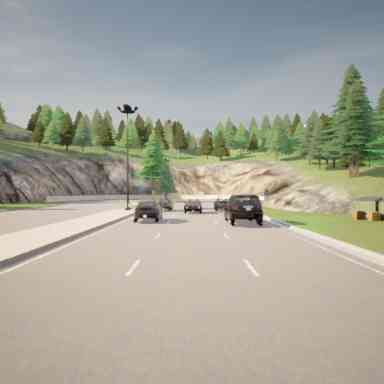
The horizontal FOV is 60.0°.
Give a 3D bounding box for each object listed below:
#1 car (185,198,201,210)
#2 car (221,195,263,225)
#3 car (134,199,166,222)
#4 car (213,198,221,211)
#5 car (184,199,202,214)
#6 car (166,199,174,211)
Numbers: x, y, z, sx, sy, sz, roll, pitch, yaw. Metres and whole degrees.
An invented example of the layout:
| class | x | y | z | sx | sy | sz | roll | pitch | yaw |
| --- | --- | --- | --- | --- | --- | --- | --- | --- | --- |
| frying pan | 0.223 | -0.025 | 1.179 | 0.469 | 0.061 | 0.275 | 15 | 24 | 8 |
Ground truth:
| class | x | y | z | sx | sy | sz | roll | pitch | yaw |
| --- | --- | --- | --- | --- | --- | --- | --- | --- | --- |
| car | 0.202 | 1.564 | 44.606 | 1.994 | 1.385 | 4.181 | 0 | 0 | 2 |
| car | 3.605 | 1.217 | 23.910 | 2.150 | 2.045 | 5.566 | 0 | -1 | 0 |
| car | -3.395 | 1.503 | 26.408 | 1.837 | 1.490 | 4.892 | 0 | -1 | 0 |
| car | 3.633 | 1.491 | 40.549 | 2.128 | 1.511 | 4.902 | 0 | 0 | 1 |
| car | 0.107 | 1.601 | 35.844 | 1.895 | 1.301 | 4.718 | 0 | 0 | 0 |
| car | -3.362 | 1.547 | 41.220 | 2.033 | 1.411 | 5.357 | 0 | 0 | 1 |
